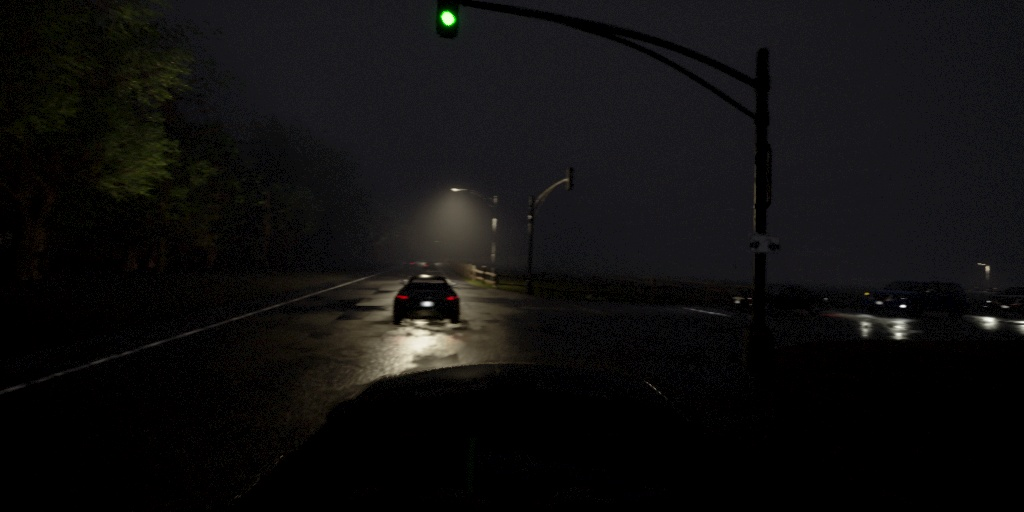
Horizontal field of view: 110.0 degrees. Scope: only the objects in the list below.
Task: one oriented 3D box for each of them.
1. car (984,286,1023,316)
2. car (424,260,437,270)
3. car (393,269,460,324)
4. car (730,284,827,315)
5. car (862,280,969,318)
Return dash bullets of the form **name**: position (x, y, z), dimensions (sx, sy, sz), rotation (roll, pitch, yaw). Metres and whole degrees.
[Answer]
- **car**: position (33.755, 2.966, 23.209), dimensions (5.566, 2.045, 2.150), rotation (3, -2, -13)
- **car**: position (-11.908, 1.444, 52.315), dimensions (2.033, 1.411, 5.357), rotation (2, -1, -13)
- **car**: position (-2.832, 1.332, 12.084), dimensions (1.994, 1.385, 4.181), rotation (2, -1, -13)
- **car**: position (13.967, 2.220, 18.869), dimensions (4.902, 1.511, 2.128), rotation (3, -2, -12)
- **car**: position (23.600, 2.445, 20.980), dimensions (5.566, 2.045, 2.150), rotation (3, -2, -12)
